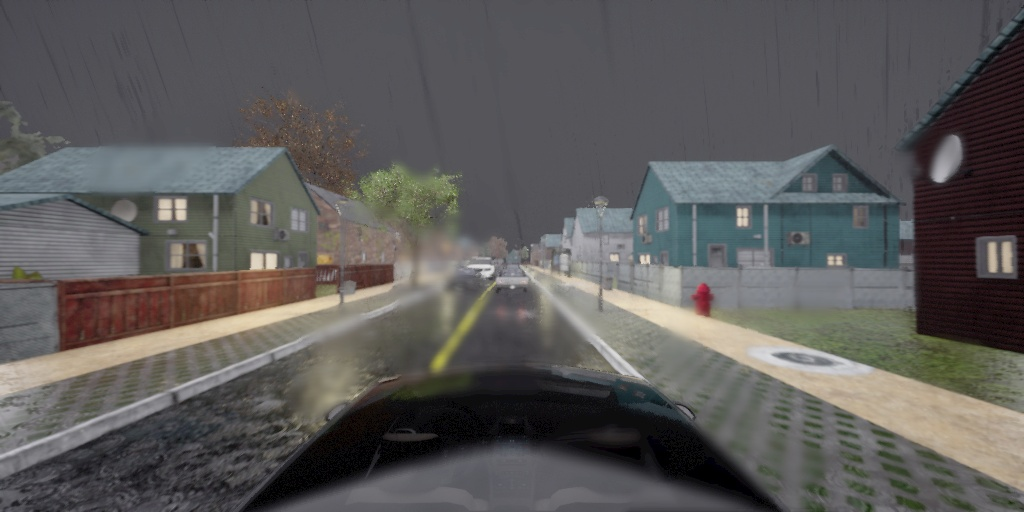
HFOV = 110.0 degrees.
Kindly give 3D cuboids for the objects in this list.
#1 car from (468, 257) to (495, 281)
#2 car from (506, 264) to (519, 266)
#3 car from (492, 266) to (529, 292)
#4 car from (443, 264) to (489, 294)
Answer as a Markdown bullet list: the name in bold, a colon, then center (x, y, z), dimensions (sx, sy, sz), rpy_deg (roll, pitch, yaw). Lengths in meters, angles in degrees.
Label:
- **car**: center (-2.765, 1.143, 32.922), dimensions (2.150, 2.045, 5.566), rpy_deg (0, 0, 1)
- **car**: center (0.093, 1.508, 38.529), dimensions (2.033, 1.411, 5.357), rpy_deg (0, 0, 0)
- **car**: center (0.035, 1.451, 21.973), dimensions (1.895, 1.301, 4.718), rpy_deg (0, 0, 1)
- **car**: center (-2.759, 1.396, 21.540), dimensions (2.033, 1.411, 5.357), rpy_deg (0, 0, 0)
